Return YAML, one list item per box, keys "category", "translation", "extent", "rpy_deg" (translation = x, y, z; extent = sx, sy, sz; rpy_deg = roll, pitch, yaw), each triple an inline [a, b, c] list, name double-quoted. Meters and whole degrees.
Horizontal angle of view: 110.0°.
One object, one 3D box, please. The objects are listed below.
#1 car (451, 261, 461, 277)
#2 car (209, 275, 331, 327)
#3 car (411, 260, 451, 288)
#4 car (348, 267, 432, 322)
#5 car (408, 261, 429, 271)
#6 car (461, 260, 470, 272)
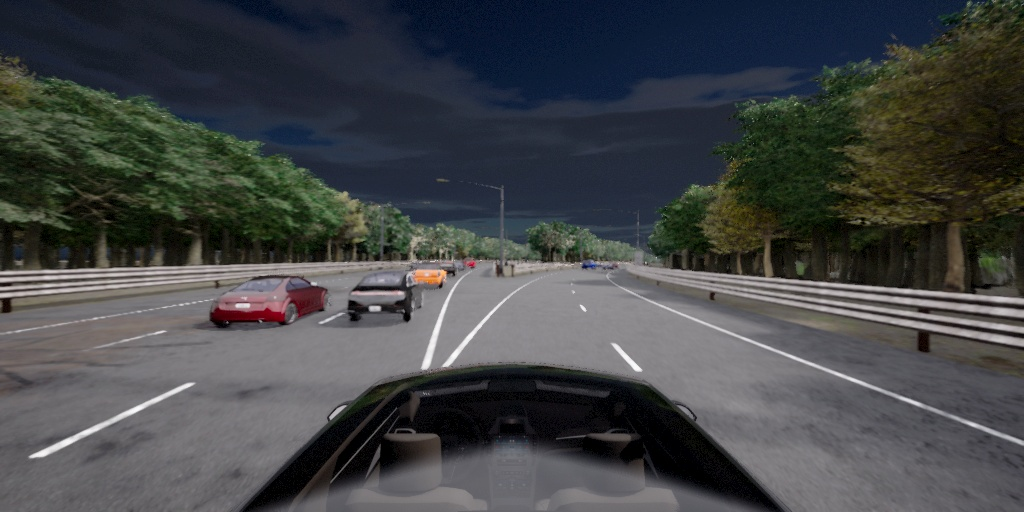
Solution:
- category: "car"
  translation: [-7.089, 1.487, 39.883]
  extent: [1.882, 1.535, 5.008]
  rpy_deg: [1, 0, -4]
- category: "car"
  translation: [-7.466, 1.315, 11.565]
  extent: [1.994, 1.385, 4.181]
  rpy_deg: [1, 0, -8]
- category: "car"
  translation: [-5.769, 1.250, 25.469]
  extent: [2.097, 1.767, 4.553]
  rpy_deg: [1, -1, -6]
- category: "car"
  translation: [-4.172, 1.286, 12.464]
  extent: [2.128, 1.511, 4.902]
  rpy_deg: [1, 0, -8]
- category: "car"
  translation: [-15.012, 1.558, 57.871]
  extent: [2.128, 1.511, 4.902]
  rpy_deg: [1, 0, -2]
- category: "car"
  translation: [-7.980, 1.669, 54.760]
  extent: [2.033, 1.411, 5.357]
  rpy_deg: [1, 0, -2]
